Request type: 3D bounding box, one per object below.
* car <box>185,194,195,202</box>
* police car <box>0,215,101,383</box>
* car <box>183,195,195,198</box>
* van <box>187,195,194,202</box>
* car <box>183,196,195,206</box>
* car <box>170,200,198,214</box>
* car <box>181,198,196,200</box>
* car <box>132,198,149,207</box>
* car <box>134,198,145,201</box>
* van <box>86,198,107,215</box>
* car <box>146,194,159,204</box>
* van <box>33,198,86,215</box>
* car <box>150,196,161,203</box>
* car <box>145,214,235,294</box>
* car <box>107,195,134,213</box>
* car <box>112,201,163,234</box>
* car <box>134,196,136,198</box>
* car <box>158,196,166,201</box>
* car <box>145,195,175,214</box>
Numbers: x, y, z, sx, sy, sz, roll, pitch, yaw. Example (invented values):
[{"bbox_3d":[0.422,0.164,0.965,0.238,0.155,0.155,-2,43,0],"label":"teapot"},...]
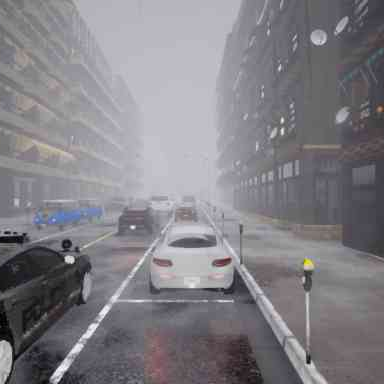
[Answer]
[{"bbox_3d":[-0.470,1.521,81.536,2.192,1.841,5.009,1,0,0],"label":"car"},{"bbox_3d":[-3.020,1.428,5.130,1.930,1.638,5.238,0,0,0],"label":"police car"},{"bbox_3d":[-0.427,1.490,37.286,1.967,1.590,4.097,1,0,0],"label":"car"},{"bbox_3d":[-0.471,1.575,87.068,1.690,1.788,3.998,1,0,0],"label":"van"},{"bbox_3d":[-0.471,1.553,59.411,1.967,1.590,4.097,1,0,0],"label":"car"},{"bbox_3d":[-0.437,1.572,26.224,1.887,1.381,4.507,1,0,0],"label":"car"},{"bbox_3d":[-0.437,1.582,31.754,1.887,1.381,4.507,1,0,0],"label":"car"},{"bbox_3d":[-8.319,1.660,53.938,1.947,1.339,4.313,1,0,0],"label":"car"},{"bbox_3d":[-5.812,1.664,42.692,1.895,1.301,4.718,0,0,1],"label":"car"},{"bbox_3d":[-8.313,1.368,26.285,1.690,1.788,3.998,1,0,0],"label":"van"},{"bbox_3d":[-8.315,1.471,70.528,2.192,1.841,5.009,1,0,0],"label":"car"},{"bbox_3d":[-8.311,1.359,20.753,1.690,1.788,3.998,2,0,0],"label":"van"},{"bbox_3d":[-8.321,1.725,76.059,1.887,1.381,4.507,1,0,0],"label":"car"},{"bbox_3d":[0.003,1.531,8.653,1.812,1.442,4.674,0,0,0],"label":"car"},{"bbox_3d":[-8.312,1.365,37.346,2.192,1.841,5.009,1,0,0],"label":"car"},{"bbox_3d":[-2.975,1.521,19.270,1.837,1.490,4.892,0,0,1],"label":"car"},{"bbox_3d":[-8.312,1.379,42.876,2.192,1.841,5.009,1,0,0],"label":"car"},{"bbox_3d":[-8.323,1.847,92.652,1.802,1.307,4.206,1,0,0],"label":"car"},{"bbox_3d":[-2.986,1.264,33.144,2.150,2.045,5.566,0,0,1],"label":"car"}]
